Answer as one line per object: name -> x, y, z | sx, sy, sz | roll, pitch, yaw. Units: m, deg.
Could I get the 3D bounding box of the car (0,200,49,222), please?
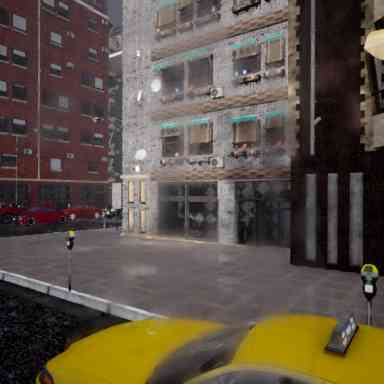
car -> -14.111, 1.591, 27.628 | 2.192, 1.841, 5.009 | -1, -2, 35

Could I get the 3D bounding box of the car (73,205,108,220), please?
car -> -10.813, 1.923, 32.266 | 1.887, 1.381, 4.507 | -1, -2, 35

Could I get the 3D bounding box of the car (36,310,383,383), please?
car -> 0.771, 1.525, 2.326 | 4.829, 1.417, 1.752 | 0, 0, 36

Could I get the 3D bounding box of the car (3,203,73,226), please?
car -> -11.964, 1.851, 26.152 | 1.994, 1.385, 4.181 | 0, -1, 35

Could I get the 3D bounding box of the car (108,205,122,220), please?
car -> -6.407, 1.682, 33.972 | 2.150, 2.045, 5.566 | 0, -1, 35
